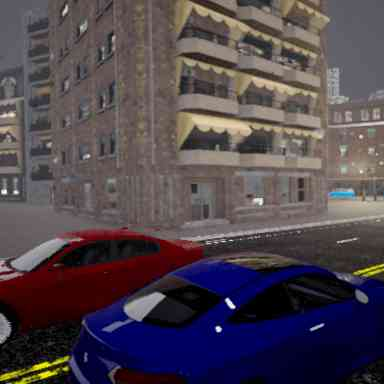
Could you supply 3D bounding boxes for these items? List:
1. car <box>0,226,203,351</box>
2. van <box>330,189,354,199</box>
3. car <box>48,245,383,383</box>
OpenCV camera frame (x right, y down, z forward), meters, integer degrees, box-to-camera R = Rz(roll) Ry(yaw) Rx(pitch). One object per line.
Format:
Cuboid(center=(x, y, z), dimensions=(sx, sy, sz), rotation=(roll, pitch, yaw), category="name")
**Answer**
Cuboid(center=(-2.016, 1.476, 6.231), dimensions=(5.008, 1.535, 1.882), rotation=(-1, 0, -35), category="car")
Cuboid(center=(26.772, 0.315, 59.272), dimensions=(3.998, 1.788, 1.690), rotation=(0, 0, 21), category="van")
Cuboid(center=(0.946, 1.498, 4.122), dimensions=(4.674, 1.442, 1.812), rotation=(-1, 0, -35), category="car")
